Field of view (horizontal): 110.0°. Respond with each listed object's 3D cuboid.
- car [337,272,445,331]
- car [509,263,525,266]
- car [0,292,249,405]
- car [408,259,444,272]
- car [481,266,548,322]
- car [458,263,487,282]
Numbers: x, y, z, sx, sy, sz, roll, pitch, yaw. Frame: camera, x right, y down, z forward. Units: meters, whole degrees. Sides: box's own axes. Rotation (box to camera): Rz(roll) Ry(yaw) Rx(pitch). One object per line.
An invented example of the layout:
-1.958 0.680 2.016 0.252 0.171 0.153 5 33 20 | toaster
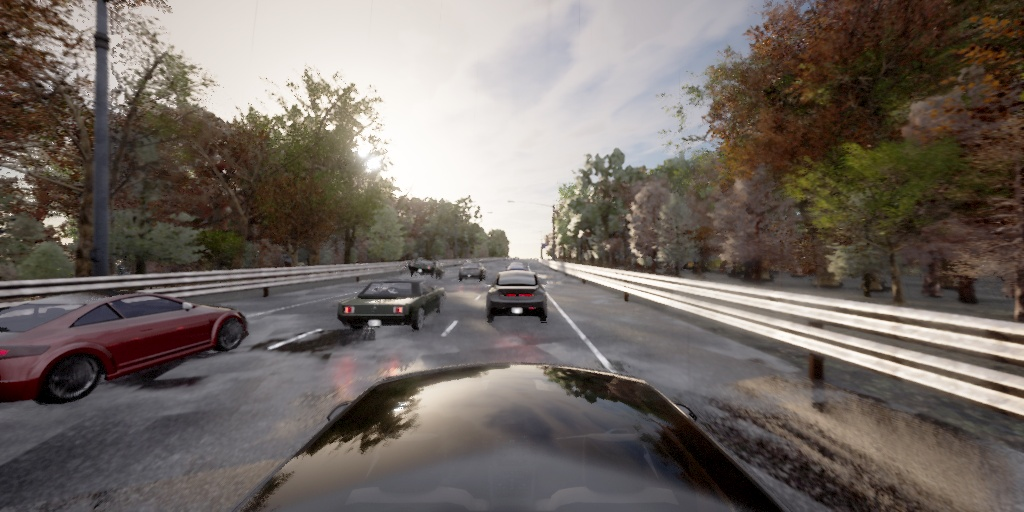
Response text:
-3.359 1.358 11.033 1.895 1.301 4.718 0 0 0 | car
0.394 1.321 30.385 1.812 1.442 4.674 0 0 1 | car
-6.863 1.303 6.263 1.994 1.385 4.181 0 0 0 | car
-6.610 1.057 28.227 1.895 1.301 4.718 10 -7 2 | car
0.158 1.274 12.378 1.837 1.490 4.892 0 0 0 | car
-3.129 1.275 29.070 2.128 1.511 4.902 0 0 1 | car
